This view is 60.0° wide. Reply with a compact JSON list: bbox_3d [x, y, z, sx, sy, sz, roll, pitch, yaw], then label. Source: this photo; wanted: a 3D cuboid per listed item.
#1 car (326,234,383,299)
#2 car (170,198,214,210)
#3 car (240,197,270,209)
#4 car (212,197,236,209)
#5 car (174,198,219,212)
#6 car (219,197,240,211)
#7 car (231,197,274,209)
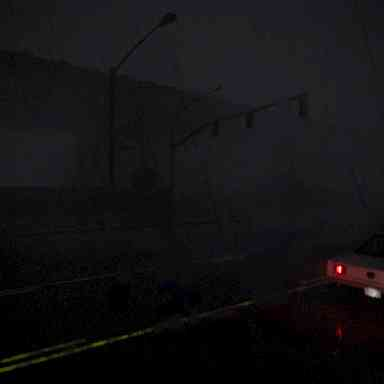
[{"bbox_3d":[5.180,1.584,7.470,4.718,1.301,1.895,0,0,-35],"label":"car"},{"bbox_3d":[0.055,1.254,36.424,4.536,1.218,1.853,0,0,8],"label":"car"},{"bbox_3d":[7.709,1.234,42.856,4.536,1.218,1.853,0,0,-7],"label":"car"},{"bbox_3d":[3.867,1.244,39.152,1.853,1.218,4.536,0,0,18],"label":"car"},{"bbox_3d":[0.106,1.411,36.417,4.974,1.542,2.038,0,0,8],"label":"car"},{"bbox_3d":[3.851,1.402,39.102,2.038,1.542,4.974,0,0,18],"label":"car"},{"bbox_3d":[7.761,1.391,42.862,4.974,1.542,2.038,0,0,-7],"label":"car"}]
